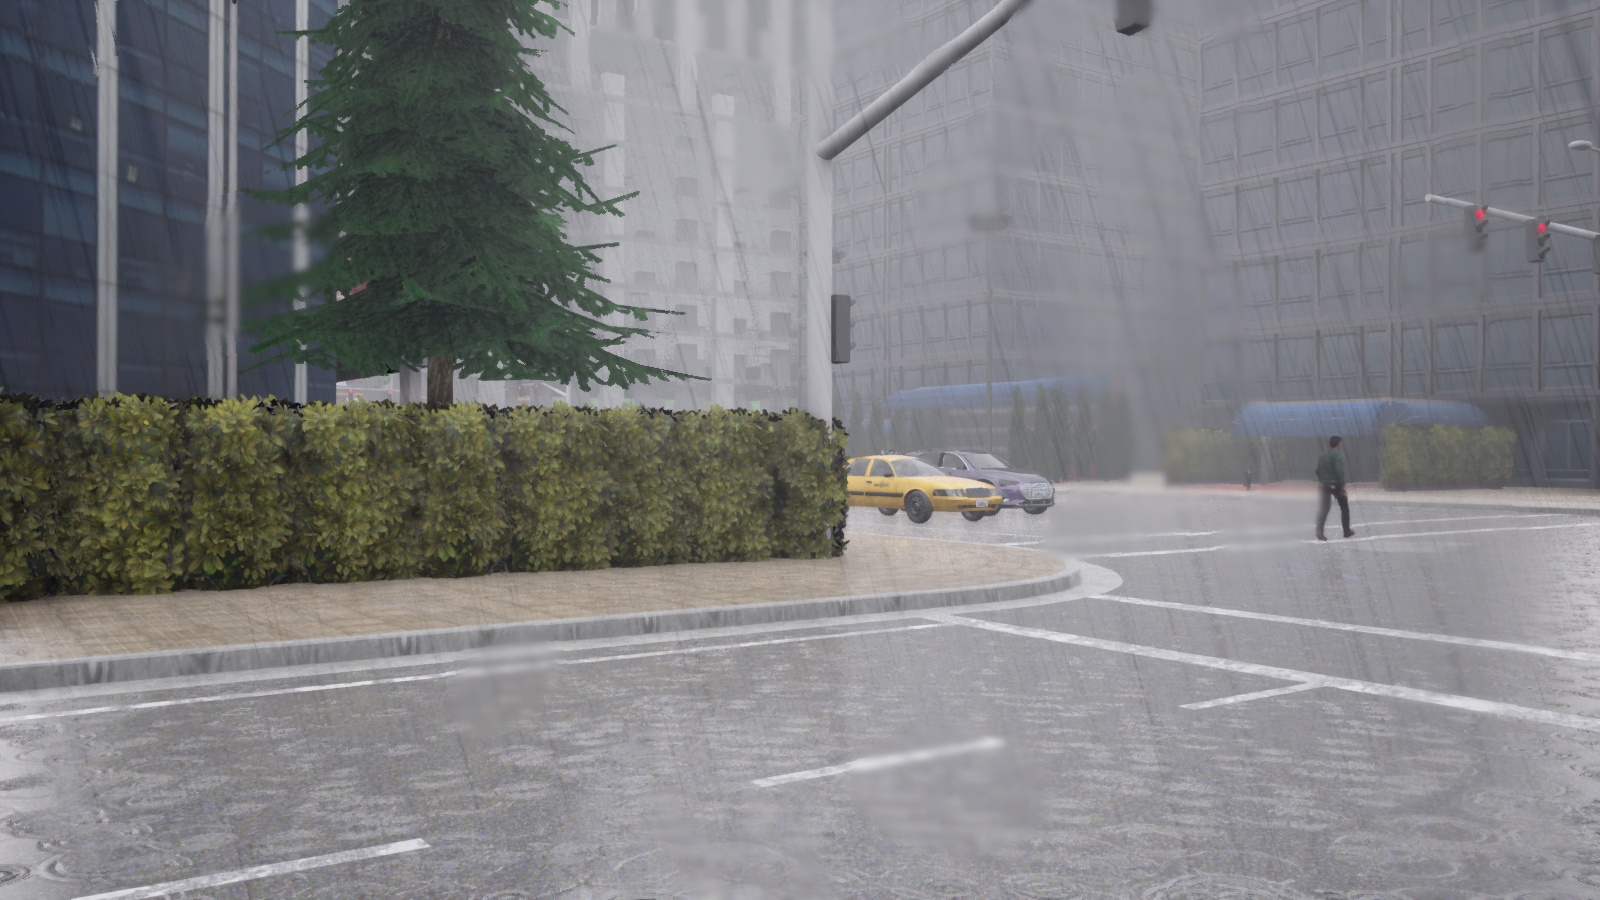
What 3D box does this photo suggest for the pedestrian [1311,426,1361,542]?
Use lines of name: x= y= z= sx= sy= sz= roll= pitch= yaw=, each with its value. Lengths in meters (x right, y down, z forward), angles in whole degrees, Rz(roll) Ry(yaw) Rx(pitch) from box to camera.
pedestrian: x=9.195 y=0.575 z=21.553 sx=0.788 sy=1.949 sz=0.423 roll=0 pitch=0 yaw=-34

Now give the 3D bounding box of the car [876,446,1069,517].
car: x=4.245 y=0.743 z=31.635 sx=2.033 sy=1.649 sz=4.856 roll=0 pitch=0 yaw=-35

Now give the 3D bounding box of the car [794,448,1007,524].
car: x=2.141 y=0.749 z=28.553 sx=1.801 sy=1.575 sz=5.366 roll=0 pitch=0 yaw=-35
